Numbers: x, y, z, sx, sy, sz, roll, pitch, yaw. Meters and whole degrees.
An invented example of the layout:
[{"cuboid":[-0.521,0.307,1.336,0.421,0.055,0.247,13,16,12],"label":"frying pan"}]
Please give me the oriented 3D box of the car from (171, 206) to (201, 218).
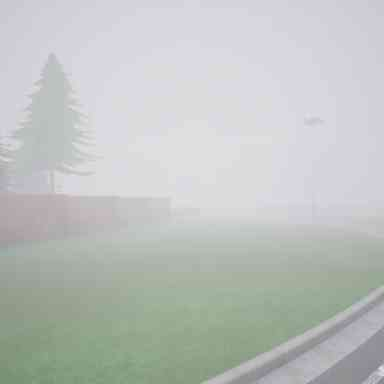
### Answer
[{"cuboid":[-1.229,2.614,44.064,4.902,1.511,2.128,0,-2,18],"label":"car"}]
